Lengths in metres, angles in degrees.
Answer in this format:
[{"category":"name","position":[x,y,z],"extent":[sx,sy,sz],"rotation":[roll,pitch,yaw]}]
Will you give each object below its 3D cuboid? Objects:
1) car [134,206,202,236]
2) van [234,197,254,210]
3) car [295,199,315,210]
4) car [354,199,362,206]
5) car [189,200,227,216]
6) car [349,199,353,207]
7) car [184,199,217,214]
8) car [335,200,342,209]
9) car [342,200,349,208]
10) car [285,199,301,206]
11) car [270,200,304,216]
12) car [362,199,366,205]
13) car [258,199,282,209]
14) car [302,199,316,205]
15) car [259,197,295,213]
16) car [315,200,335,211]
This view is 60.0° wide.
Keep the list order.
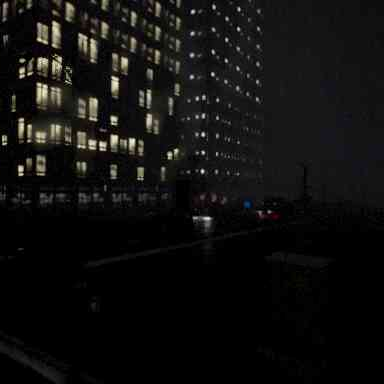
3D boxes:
[{"category":"car","position":[-1.591,1.782,20.259],"extent":[2.008,1.369,4.403],"rotation":[1,0,35]},{"category":"van","position":[7.517,1.683,48.291],"extent":[1.690,1.788,3.998],"rotation":[1,0,35]},{"category":"car","position":[16.973,2.029,51.919],"extent":[2.128,1.511,4.902],"rotation":[1,0,35]},{"category":"car","position":[37.377,2.376,77.167],"extent":[1.882,1.535,5.008],"rotation":[1,0,35]},{"category":"car","position":[2.090,1.788,35.913],"extent":[1.812,1.442,4.674],"rotation":[1,0,35]},{"category":"car","position":[30.483,2.349,66.677],"extent":[1.947,1.339,4.313],"rotation":[1,0,35]},{"category":"car","position":[1.081,1.671,39.023],"extent":[1.967,1.590,4.097],"rotation":[1,0,35]},{"category":"car","position":[24.046,2.255,57.408],"extent":[1.802,1.307,4.206],"rotation":[1,0,35]},{"category":"car","position":[27.267,2.168,62.043],"extent":[1.967,1.590,4.097],"rotation":[1,0,35]},{"category":"car","position":[20.384,2.144,66.824],"extent":[1.802,1.307,4.206],"rotation":[1,0,35]},{"category":"car","position":[11.174,2.019,38.869],"extent":[1.947,1.339,4.313],"rotation":[1,0,35]},{"category":"car","position":[43.357,2.545,85.216],"extent":[1.887,1.381,4.507],"rotation":[1,0,35]},{"category":"car","position":[11.660,1.759,49.522],"extent":[1.812,1.442,4.674],"rotation":[1,0,35]},{"category":"car","position":[26.819,2.237,76.091],"extent":[1.947,1.339,4.313],"rotation":[1,0,35]},{"category":"car","position":[10.993,1.656,43.228],"extent":[2.150,2.045,5.566],"rotation":[1,0,35]},{"category":"car","position":[20.829,2.185,52.773],"extent":[1.947,1.339,4.313],"rotation":[1,0,35]}]
